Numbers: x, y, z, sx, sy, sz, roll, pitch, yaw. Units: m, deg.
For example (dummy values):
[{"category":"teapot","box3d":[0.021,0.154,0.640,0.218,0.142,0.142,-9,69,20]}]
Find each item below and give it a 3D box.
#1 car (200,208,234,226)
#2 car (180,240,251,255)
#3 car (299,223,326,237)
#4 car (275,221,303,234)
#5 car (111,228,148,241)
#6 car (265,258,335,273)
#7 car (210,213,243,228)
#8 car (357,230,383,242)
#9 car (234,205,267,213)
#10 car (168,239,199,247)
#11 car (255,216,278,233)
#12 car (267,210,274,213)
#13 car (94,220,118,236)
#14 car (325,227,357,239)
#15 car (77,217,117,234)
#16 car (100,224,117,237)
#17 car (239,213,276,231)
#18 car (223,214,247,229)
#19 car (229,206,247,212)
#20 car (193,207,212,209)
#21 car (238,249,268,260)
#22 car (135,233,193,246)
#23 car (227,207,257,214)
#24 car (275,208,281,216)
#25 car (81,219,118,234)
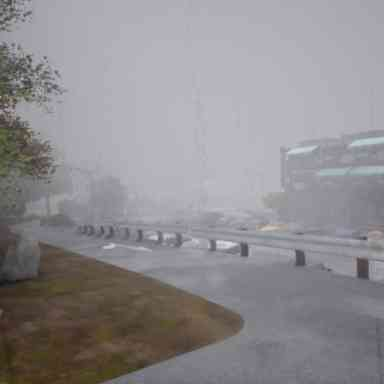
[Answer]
[{"category":"car","box3d":[3.423,3.940,49.481,2.435,2.045,5.566,0,0,36]},{"category":"car","box3d":[1.905,4.295,21.110,2.435,2.045,5.566,0,2,36]},{"category":"car","box3d":[13.275,4.229,34.711,2.163,1.488,4.792,0,0,36]},{"category":"car","box3d":[11.620,4.199,37.153,2.231,1.521,4.892,0,0,36]},{"category":"car","box3d":[-4.793,4.415,31.170,2.185,1.767,4.553,-1,1,36]},{"category":"car","box3d":[5.301,4.296,16.129,2.435,2.045,5.566,-1,1,36]},{"category":"car","box3d":[5.056,4.233,46.994,2.002,1.452,4.674,0,0,36]},{"category":"car","box3d":[16.648,4.198,29.915,1.946,1.575,5.366,0,0,36]},{"category":"car","box3d":[12.420,4.453,71.011,5.566,2.045,2.435,1,0,36]},{"category":"car","box3d":[0.272,4.573,23.680,2.163,1.488,4.792,-1,1,36]},{"category":"car","box3d":[9.877,4.195,39.456,1.946,1.575,5.366,0,1,36]},{"category":"car","box3d":[14.883,4.782,72.720,4.674,1.452,2.002,1,1,36]},{"category":"car","box3d":[-8.113,4.411,36.247,2.185,1.767,4.553,0,2,36]},{"category":"car","box3d":[14.897,4.201,32.228,2.097,1.535,5.008,0,1,37]},{"category":"car","box3d":[-11.498,4.284,41.223,2.435,2.045,5.566,0,2,36]},{"category":"car","box3d":[-6.478,4.414,33.685,2.185,1.767,4.553,-1,1,36]},{"category":"car","box3d":[8.359,4.069,42.094,2.185,1.767,4.553,0,0,36]},{"category":"car","box3d":[6.701,4.195,44.536,2.231,1.521,4.892,0,1,36]},{"category":"car","box3d":[12.902,4.732,93.403,4.553,1.767,2.185,-1,-1,36]},{"category":"car","box3d":[1.730,4.721,85.712,4.892,1.521,2.231,-1,-2,36]},{"category":"car","box3d":[3.624,4.548,18.625,2.231,1.521,4.892,0,2,36]},{"category":"car","box3d":[-1.415,4.291,26.188,2.435,2.045,5.566,-1,1,36]},{"category":"car","box3d":[10.042,4.660,69.214,5.366,1.575,1.946,1,0,36]},{"category":"car","box3d":[17.386,4.775,74.419,5.008,1.535,2.097,1,1,36]},{"category":"car","box3d":[-9.812,4.537,38.737,2.231,1.521,4.892,-1,1,36]}]
